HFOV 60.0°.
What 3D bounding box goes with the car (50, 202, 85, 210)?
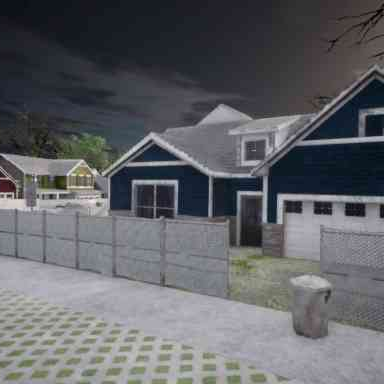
[{"bbox_3d":[-12.775,1.778,34.128,1.994,1.385,4.181,1,0,19],"label":"car"}]
